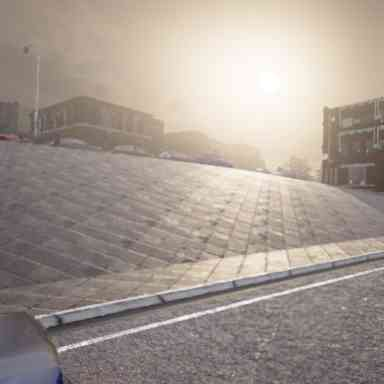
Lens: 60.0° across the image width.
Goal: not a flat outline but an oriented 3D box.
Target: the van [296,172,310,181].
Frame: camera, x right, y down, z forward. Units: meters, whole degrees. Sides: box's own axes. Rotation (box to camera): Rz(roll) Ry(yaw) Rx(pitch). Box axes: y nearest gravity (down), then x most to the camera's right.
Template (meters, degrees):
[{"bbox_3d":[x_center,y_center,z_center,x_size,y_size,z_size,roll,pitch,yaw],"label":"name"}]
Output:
[{"bbox_3d":[17.265,-2.230,55.105,1.878,1.987,4.442,1,-2,40],"label":"van"}]

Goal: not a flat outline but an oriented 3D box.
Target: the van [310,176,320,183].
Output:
[{"bbox_3d":[20.714,-1.925,59.427,1.878,1.987,4.442,1,-3,39],"label":"van"}]

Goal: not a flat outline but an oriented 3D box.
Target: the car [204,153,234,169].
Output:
[{"bbox_3d":[2.534,-3.272,38.450,2.435,2.045,5.566,1,-1,45],"label":"car"}]

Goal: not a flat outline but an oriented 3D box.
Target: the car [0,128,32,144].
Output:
[{"bbox_3d":[-13.492,-3.693,23.116,4.792,1.488,2.163,2,-1,-41],"label":"car"}]

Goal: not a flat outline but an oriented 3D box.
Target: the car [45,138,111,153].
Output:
[{"bbox_3d":[-9.385,-3.522,26.801,4.674,1.452,2.002,2,-1,-42],"label":"car"}]

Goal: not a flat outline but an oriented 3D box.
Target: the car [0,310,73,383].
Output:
[{"bbox_3d":[-3.354,1.531,1.542,5.357,1.411,2.033,0,0,-37],"label":"car"}]

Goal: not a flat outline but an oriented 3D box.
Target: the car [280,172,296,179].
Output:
[{"bbox_3d":[13.610,-2.256,50.760,2.002,1.452,4.674,1,-2,41],"label":"car"}]

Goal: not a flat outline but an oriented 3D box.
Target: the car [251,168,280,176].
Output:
[{"bbox_3d":[9.985,-2.519,46.575,2.002,1.452,4.674,1,-2,42],"label":"car"}]

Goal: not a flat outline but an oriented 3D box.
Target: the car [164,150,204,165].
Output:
[{"bbox_3d":[-1.402,-3.348,34.451,4.553,1.767,2.185,3,-1,-44],"label":"car"}]

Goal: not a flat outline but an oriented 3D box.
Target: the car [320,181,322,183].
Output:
[{"bbox_3d":[24.026,-1.357,63.740,2.163,1.488,4.792,1,-3,38],"label":"car"}]

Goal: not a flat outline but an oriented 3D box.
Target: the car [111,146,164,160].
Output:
[{"bbox_3d":[-5.429,-3.404,30.506,4.892,1.521,2.231,2,-1,-43],"label":"car"}]
